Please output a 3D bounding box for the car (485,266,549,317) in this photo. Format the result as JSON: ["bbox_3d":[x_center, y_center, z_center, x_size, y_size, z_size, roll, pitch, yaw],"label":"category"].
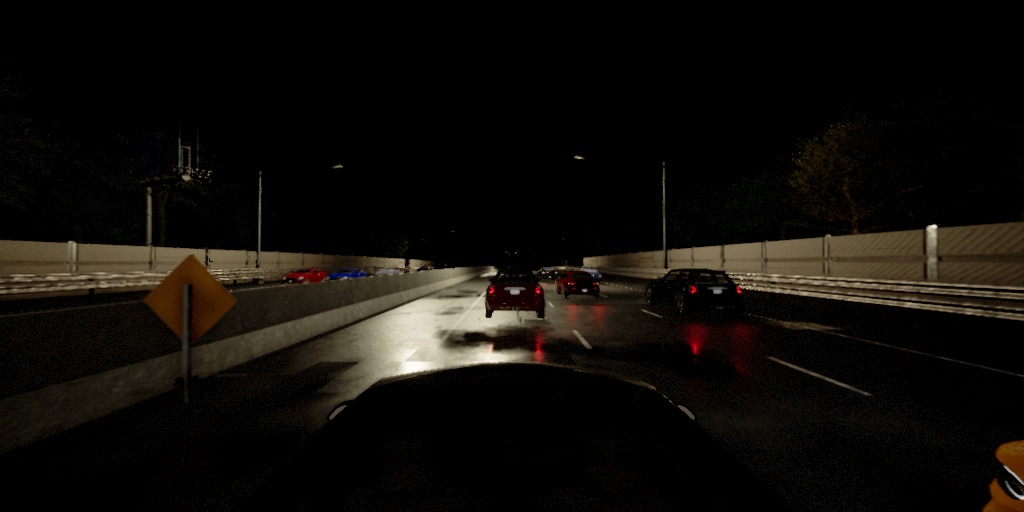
[{"bbox_3d":[0.110,1.286,14.291,2.097,1.767,4.553,0,-1,0],"label":"car"}]

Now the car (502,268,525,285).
[{"bbox_3d":[0.159,1.867,34.033,2.033,1.411,5.357,0,-1,0],"label":"car"}]

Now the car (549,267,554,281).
[{"bbox_3d":[3.661,1.874,36.868,2.128,1.511,4.902,0,-1,0],"label":"car"}]

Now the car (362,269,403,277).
[{"bbox_3d":[-10.547,1.796,30.782,2.033,1.411,5.357,0,-1,0],"label":"car"}]

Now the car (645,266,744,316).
[{"bbox_3d":[7.111,1.290,14.509,2.097,1.767,4.553,0,-1,0],"label":"car"}]

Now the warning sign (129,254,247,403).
[{"bbox_3d":[-4.547,0.907,5.012,1.300,1.860,1.060,0,0,0],"label":"warning sign"}]

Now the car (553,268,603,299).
[{"bbox_3d":[3.628,1.564,20.129,1.812,1.442,4.674,0,-1,0],"label":"car"}]

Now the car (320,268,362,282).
[{"bbox_3d":[-14.058,1.773,30.736,1.812,1.442,4.674,0,-1,0],"label":"car"}]

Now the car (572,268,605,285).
[{"bbox_3d":[7.157,1.867,34.032,2.033,1.411,5.357,0,-1,0],"label":"car"}]

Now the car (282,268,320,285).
[{"bbox_3d":[-17.547,1.772,30.733,1.812,1.442,4.674,0,-1,0],"label":"car"}]
